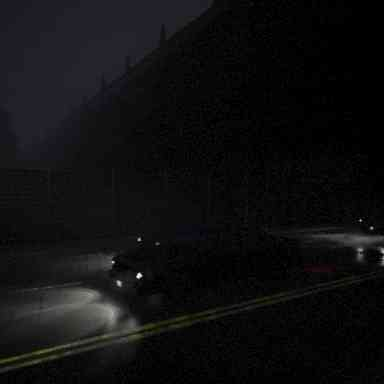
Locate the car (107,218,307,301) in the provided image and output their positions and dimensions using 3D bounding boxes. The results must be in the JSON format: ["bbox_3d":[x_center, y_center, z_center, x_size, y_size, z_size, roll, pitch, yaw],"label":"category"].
[{"bbox_3d":[0.653,1.599,8.624,5.357,1.411,2.033,1,0,-34],"label":"car"}]

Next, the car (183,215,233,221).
[{"bbox_3d":[0.589,1.621,12.802,5.357,1.411,2.033,1,0,-34],"label":"car"}]

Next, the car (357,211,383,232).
[{"bbox_3d":[12.325,1.821,20.608,4.718,1.301,1.895,1,0,-34],"label":"car"}]
